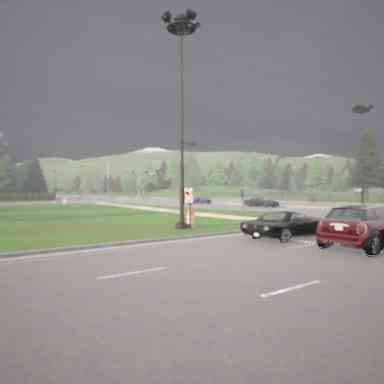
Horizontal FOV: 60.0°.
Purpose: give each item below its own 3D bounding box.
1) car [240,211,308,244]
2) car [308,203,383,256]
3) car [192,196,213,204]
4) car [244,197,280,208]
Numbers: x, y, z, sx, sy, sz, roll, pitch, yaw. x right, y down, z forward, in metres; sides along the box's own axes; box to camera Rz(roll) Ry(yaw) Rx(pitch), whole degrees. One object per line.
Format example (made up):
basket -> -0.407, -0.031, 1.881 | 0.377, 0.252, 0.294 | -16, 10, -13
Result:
car -> 4.589, 1.544, 15.632 | 4.718, 1.301, 1.895 | 0, 0, -35
car -> 6.933, 1.293, 13.005 | 4.553, 1.767, 2.097 | 0, 0, -35
car -> 1.682, 1.409, 57.394 | 1.994, 1.385, 4.181 | 0, 0, -35
car -> 9.571, 1.393, 45.977 | 2.033, 1.411, 5.357 | 0, 0, -35
